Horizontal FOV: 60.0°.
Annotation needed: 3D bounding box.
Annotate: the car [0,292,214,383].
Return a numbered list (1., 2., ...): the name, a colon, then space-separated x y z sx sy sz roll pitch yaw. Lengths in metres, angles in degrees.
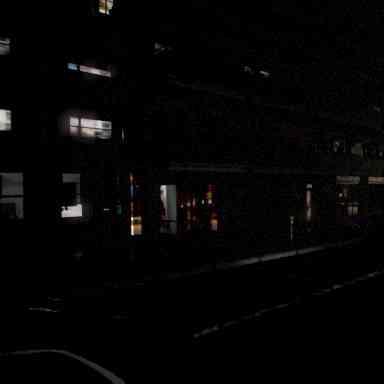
1. car: -2.024 1.505 1.654 4.892 1.490 1.837 0 0 -41

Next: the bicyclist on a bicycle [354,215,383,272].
1. bicyclist on a bicycle: 5.202 1.451 9.064 0.582 1.620 1.656 0 -2 -38
